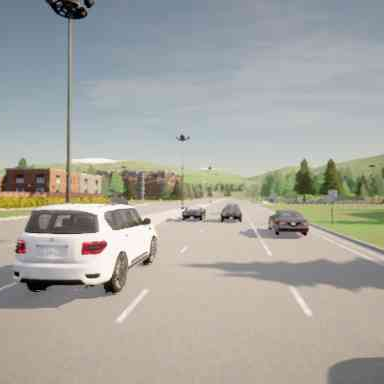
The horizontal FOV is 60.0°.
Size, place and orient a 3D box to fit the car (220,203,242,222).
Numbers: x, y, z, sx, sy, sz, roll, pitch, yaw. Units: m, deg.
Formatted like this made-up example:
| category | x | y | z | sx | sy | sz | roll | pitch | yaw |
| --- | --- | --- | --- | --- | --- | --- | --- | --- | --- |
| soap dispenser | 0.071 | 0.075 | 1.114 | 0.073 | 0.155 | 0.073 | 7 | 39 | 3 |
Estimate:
| category | x | y | z | sx | sy | sz | roll | pitch | yaw |
| --- | --- | --- | --- | --- | --- | --- | --- | --- | --- |
| car | 3.666 | 2.014 | 30.937 | 1.895 | 1.301 | 4.718 | 0 | -1 | 7 |

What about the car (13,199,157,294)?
| category | x | y | z | sx | sy | sz | roll | pitch | yaw |
| --- | --- | --- | --- | --- | --- | --- | --- | --- | --- |
| car | -2.532 | 1.337 | 9.365 | 2.150 | 2.045 | 5.566 | 0 | -1 | 6 |

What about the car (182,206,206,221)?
| category | x | y | z | sx | sy | sz | roll | pitch | yaw |
| --- | --- | --- | --- | --- | --- | --- | --- | --- | --- |
| car | 0.277 | 2.019 | 32.039 | 1.895 | 1.301 | 4.718 | 0 | -1 | 7 |

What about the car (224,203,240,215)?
| category | x | y | z | sx | sy | sz | roll | pitch | yaw |
| --- | --- | --- | --- | --- | --- | --- | --- | --- | --- |
| car | 5.181 | 2.138 | 43.026 | 1.994 | 1.385 | 4.181 | 0 | -1 | 7 |

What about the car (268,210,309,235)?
| category | x | y | z | sx | sy | sz | roll | pitch | yaw |
| --- | --- | --- | --- | --- | --- | --- | --- | --- | --- |
| car | 5.898 | 1.835 | 20.750 | 2.033 | 1.411 | 5.357 | 0 | -1 | 7 |
